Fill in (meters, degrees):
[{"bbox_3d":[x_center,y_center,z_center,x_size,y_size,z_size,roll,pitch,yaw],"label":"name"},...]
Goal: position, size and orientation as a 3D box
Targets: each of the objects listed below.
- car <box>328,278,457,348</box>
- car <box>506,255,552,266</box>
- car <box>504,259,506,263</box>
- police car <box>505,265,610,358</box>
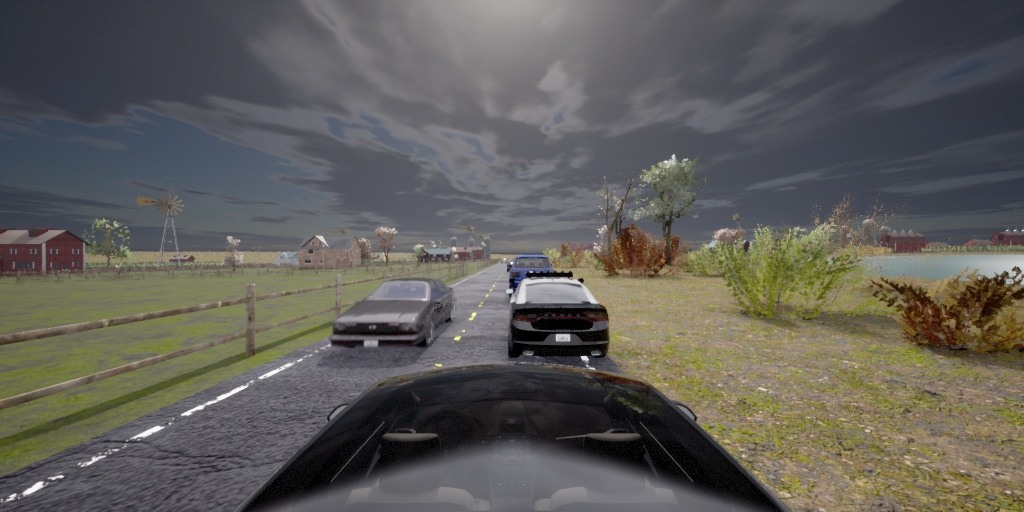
[{"bbox_3d":[-2.692,1.296,9.545,2.033,1.411,5.357,0,0,0],"label":"car"},{"bbox_3d":[0.949,0.974,18.550,2.150,2.045,5.566,0,0,0],"label":"car"},{"bbox_3d":[0.347,1.334,46.308,1.994,1.385,4.181,0,0,2],"label":"car"},{"bbox_3d":[0.878,1.174,8.630,1.930,1.638,5.238,0,0,0],"label":"police car"}]
